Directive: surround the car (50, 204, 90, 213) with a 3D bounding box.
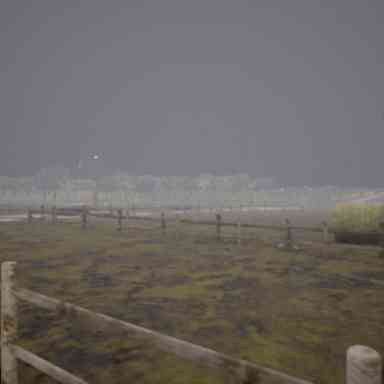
[{"bbox_3d":[-15.153,2.127,41.280,1.895,1.301,4.718,1,-1,35],"label":"car"}]

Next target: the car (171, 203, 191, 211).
[{"bbox_3d":[-1.949,2.672,59.795,1.994,1.385,4.181,1,-1,36],"label":"car"}]
